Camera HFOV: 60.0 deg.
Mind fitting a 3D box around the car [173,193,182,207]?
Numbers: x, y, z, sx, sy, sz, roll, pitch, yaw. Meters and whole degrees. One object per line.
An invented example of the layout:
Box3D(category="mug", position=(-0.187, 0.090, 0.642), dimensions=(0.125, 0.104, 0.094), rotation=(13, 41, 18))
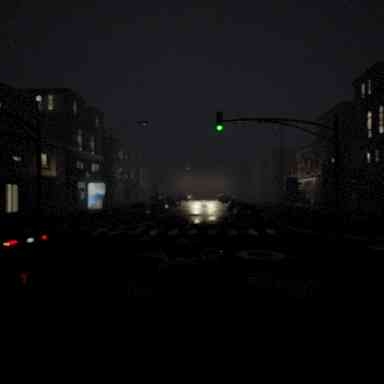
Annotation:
Box3D(category="car", position=(-3.045, 1.306, 48.103), dimensions=(1.967, 1.590, 4.097), rotation=(0, 0, 3))

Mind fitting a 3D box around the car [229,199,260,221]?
Box3D(category="car", position=(4.161, 1.454, 25.592), dimensions=(1.947, 1.339, 4.313), rotation=(0, 0, 3))

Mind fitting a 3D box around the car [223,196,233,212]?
Box3D(category="car", position=(4.742, 1.431, 36.619), dimensions=(1.802, 1.307, 4.206), rotation=(0, 0, 3))

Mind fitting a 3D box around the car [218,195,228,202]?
Box3D(category="car", position=(6.487, 1.288, 69.706), dimensions=(2.008, 1.369, 4.403), rotation=(0, 0, 3))

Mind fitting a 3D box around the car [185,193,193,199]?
Box3D(category="car", position=(-0.718, 1.164, 92.218), dimensions=(1.967, 1.590, 4.097), rotation=(0, 0, 3))

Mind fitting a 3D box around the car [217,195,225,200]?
Box3D(category="car", position=(7.068, 1.284, 80.733), dimensions=(1.802, 1.307, 4.206), rotation=(0, 0, 3))

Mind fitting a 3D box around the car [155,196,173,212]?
Box3D(category="car", position=(-3.626, 1.455, 37.074), dimensions=(2.008, 1.369, 4.403), rotation=(0, 0, 3))

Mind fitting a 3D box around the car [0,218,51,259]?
Box3D(category="car", position=(-7.393, 1.552, 11.276), dimensions=(5.357, 1.411, 2.033), rotation=(0, 0, 21))

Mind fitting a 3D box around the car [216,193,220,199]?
Box3D(category="car", position=(6.196, 1.195, 64.190), dimensions=(1.967, 1.590, 4.097), rotation=(0, 0, 3))

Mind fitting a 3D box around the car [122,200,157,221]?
Box3D(category="car", position=(-4.207, 1.525, 26.046), dimensions=(1.802, 1.307, 4.206), rotation=(0, 0, 3))

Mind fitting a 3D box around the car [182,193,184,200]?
Box3D(category="car", position=(-2.763, 1.373, 53.448), dimensions=(1.752, 1.417, 4.829), rotation=(0, 0, 3))

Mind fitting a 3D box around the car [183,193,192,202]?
Box3D(category="car", position=(-1.882, 1.107, 70.160), dimensions=(2.192, 1.841, 5.009), rotation=(0, 0, 3))

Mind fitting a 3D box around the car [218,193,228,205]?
Box3D(category="car", position=(5.614, 1.343, 53.163), dimensions=(2.008, 1.369, 4.403), rotation=(0, 0, 3))
